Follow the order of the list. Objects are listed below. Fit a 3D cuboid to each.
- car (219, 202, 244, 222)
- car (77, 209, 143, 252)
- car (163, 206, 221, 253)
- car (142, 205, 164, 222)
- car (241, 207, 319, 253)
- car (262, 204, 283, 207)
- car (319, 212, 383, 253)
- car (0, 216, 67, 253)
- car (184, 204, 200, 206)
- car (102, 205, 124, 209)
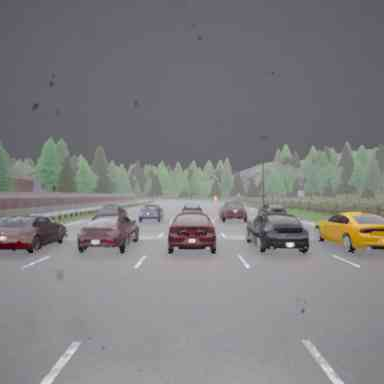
[{"bbox_3d":[3.514,1.624,29.076,2.097,1.767,4.553,0,-1,0],"label":"car"},{"bbox_3d":[-3.489,1.662,14.375,1.812,1.442,4.674,0,0,0],"label":"car"},{"bbox_3d":[0.011,1.615,14.467,1.882,1.535,5.008,0,0,0],"label":"car"},{"bbox_3d":[-3.487,1.820,28.982,2.033,1.411,5.357,0,-1,0],"label":"car"},{"bbox_3d":[3.509,1.643,14.294,1.837,1.490,4.892,0,0,0],"label":"car"},{"bbox_3d":[7.016,1.783,29.287,1.837,1.490,4.892,0,0,0],"label":"car"},{"bbox_3d":[7.011,1.615,14.464,1.882,1.535,5.008,0,0,0],"label":"car"},{"bbox_3d":[-6.991,1.700,14.315,1.994,1.385,4.181,0,0,0],"label":"car"},{"bbox_3d":[0.016,1.768,29.282,2.128,1.511,4.902,0,0,0],"label":"car"},{"bbox_3d":[-6.981,1.840,29.281,1.994,1.385,4.181,0,-1,0],"label":"car"}]
